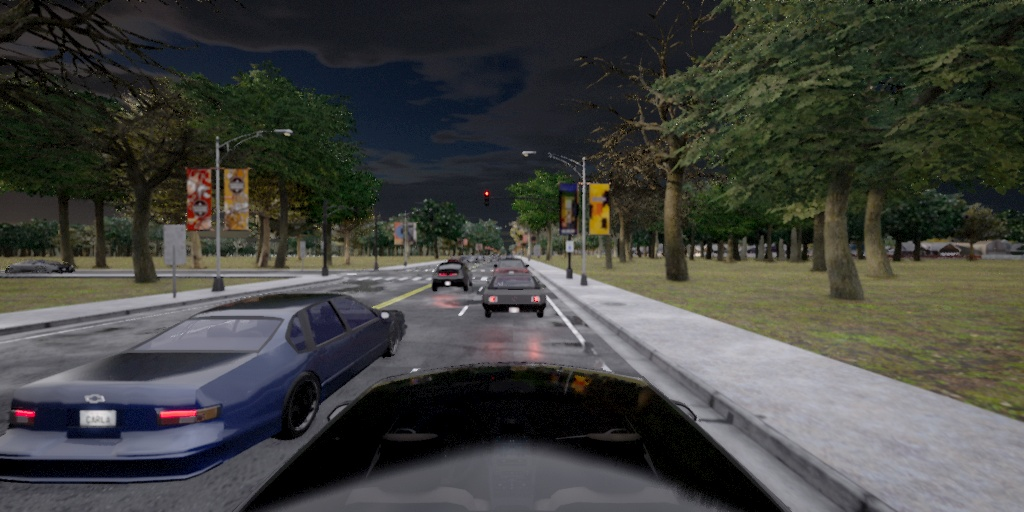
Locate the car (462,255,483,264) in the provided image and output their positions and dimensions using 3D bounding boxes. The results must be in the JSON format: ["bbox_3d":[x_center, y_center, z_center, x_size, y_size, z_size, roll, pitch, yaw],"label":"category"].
[{"bbox_3d":[-6.850,0.625,62.899,2.128,1.511,4.902,0,1,0],"label":"car"}]

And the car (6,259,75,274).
[{"bbox_3d":[-41.627,0.992,31.734,4.181,1.385,1.994,0,1,0],"label":"car"}]

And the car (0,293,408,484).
[{"bbox_3d":[-3.162,1.262,5.260,2.033,1.411,5.357,0,1,0],"label":"car"}]

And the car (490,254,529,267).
[{"bbox_3d":[-0.029,0.895,21.421,2.097,1.767,4.553,0,1,0],"label":"car"}]

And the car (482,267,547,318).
[{"bbox_3d":[0.057,1.237,12.438,1.895,1.301,4.718,0,1,0],"label":"car"}]

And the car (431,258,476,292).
[{"bbox_3d":[-3.212,1.066,19.895,1.837,1.490,4.892,0,0,-2],"label":"car"}]
